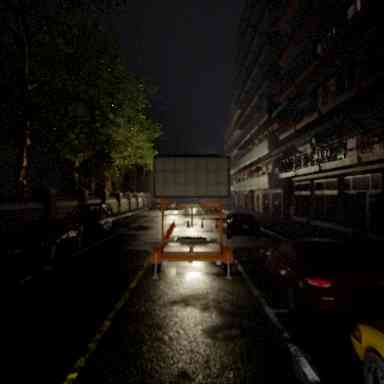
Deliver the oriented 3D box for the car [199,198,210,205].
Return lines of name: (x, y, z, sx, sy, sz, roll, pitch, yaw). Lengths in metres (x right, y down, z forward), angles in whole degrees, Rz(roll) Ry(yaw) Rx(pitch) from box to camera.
car: (2.704, 2.172, 58.133, 1.967, 1.590, 4.097, 0, -1, 0)

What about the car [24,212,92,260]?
car: (-5.688, 1.705, 13.095, 1.887, 1.381, 4.507, 0, -1, 0)

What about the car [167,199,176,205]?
car: (-5.666, 2.737, 91.912, 2.008, 1.369, 4.403, 0, -1, 0)

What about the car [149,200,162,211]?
car: (-5.678, 2.098, 52.506, 1.967, 1.590, 4.097, 0, -1, 0)

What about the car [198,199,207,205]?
car: (2.712, 2.549, 86.282, 1.967, 1.590, 4.097, 0, -1, 0)

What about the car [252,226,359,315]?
car: (2.691, 1.673, 7.463, 1.802, 1.307, 4.206, 0, -1, 0)

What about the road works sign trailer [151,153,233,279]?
road works sign trailer: (0.002, 0.593, 10.499, 2.380, 3.560, 2.880, 0, -1, 0)

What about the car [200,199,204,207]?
car: (2.703, 2.202, 52.503, 1.887, 1.381, 4.507, 0, -1, 0)

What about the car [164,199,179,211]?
car: (-2.995, 2.202, 52.251, 2.033, 1.411, 5.357, 0, -1, 0)

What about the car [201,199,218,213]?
car: (2.702, 2.129, 46.873, 1.887, 1.381, 4.507, 0, -1, 0)

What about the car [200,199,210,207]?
car: (2.707, 2.321, 69.394, 1.967, 1.590, 4.097, 0, -1, 0)

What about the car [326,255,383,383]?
car: (2.690, 1.551, 2.004, 1.752, 1.417, 4.829, 0, -1, 0)

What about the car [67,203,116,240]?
car: (-5.686, 1.544, 18.730, 2.192, 1.841, 5.009, 0, -1, 0)

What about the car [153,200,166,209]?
car: (-5.676, 2.172, 58.134, 1.967, 1.590, 4.097, 0, -1, 0)

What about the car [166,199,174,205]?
car: (-5.668, 2.632, 86.113, 1.752, 1.417, 4.829, 0, -1, 0)

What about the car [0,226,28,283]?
car: (-5.689, 1.674, 7.465, 1.802, 1.307, 4.206, 0, -1, 0)

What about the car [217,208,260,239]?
car: (2.694, 1.795, 18.725, 1.947, 1.339, 4.313, 0, -1, 0)

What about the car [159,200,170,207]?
car: (-5.673, 2.432, 69.394, 2.008, 1.369, 4.403, 0, -1, 0)
